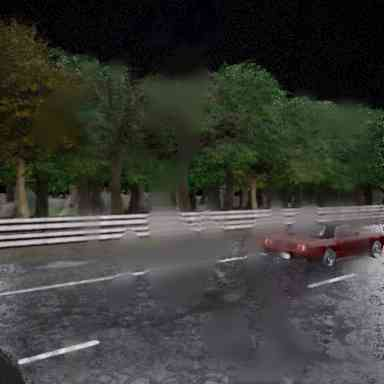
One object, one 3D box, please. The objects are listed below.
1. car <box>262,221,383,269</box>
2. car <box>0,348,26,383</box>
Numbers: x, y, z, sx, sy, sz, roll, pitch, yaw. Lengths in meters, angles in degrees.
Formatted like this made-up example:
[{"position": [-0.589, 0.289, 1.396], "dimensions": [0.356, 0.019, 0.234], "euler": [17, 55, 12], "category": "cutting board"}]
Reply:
[{"position": [4.659, 1.664, 11.386], "dimensions": [4.718, 1.301, 1.895], "euler": [0, 0, -36], "category": "car"}, {"position": [-3.327, 1.493, 1.370], "dimensions": [4.892, 1.490, 1.837], "euler": [0, 0, -36], "category": "car"}]
